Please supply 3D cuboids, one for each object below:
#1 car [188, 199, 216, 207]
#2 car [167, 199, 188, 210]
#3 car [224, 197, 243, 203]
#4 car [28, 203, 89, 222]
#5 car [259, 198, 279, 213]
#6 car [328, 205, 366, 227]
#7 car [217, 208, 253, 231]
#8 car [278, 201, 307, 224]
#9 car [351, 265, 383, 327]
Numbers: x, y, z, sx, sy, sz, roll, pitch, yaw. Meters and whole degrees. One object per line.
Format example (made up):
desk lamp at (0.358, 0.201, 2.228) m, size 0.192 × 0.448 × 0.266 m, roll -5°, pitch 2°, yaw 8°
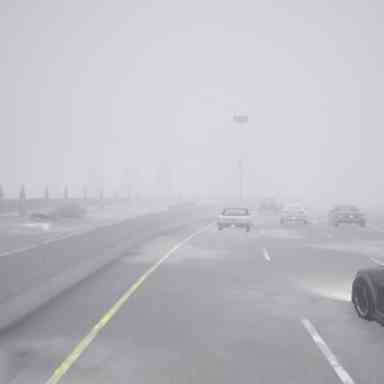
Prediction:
car at (1.589, 1.594, 39.145) m, size 1.812 × 1.442 × 4.674 m, roll 0°, pitch 0°, yaw 24°
car at (-1.358, 1.549, 41.141) m, size 1.882 × 1.535 × 5.008 m, roll 0°, pitch 0°, yaw 25°
car at (8.015, 1.706, 63.526) m, size 1.837 × 1.490 × 4.892 m, roll 0°, pitch 0°, yaw 37°
car at (-10.372, 1.550, 26.415) m, size 2.033 × 1.411 × 5.357 m, roll 0°, pitch 0°, yaw 15°
car at (9.207, 1.426, 38.484) m, size 2.097 × 1.767 × 4.553 m, roll 0°, pitch 0°, yaw 25°
car at (10.663, 1.587, 23.147) m, size 2.033 × 1.411 × 5.357 m, roll 0°, pitch 0°, yaw 17°
car at (2.813, 1.622, 20.768) m, size 1.895 × 1.301 × 4.718 m, roll 0°, pitch 0°, yaw 13°
car at (7.652, 1.563, 25.039) m, size 1.812 × 1.442 × 4.674 m, roll 0°, pitch 0°, yaw 17°
car at (3.910, 1.581, 4.597) m, size 1.994 × 1.385 × 4.181 m, roll 0°, pitch 0°, yaw 3°
